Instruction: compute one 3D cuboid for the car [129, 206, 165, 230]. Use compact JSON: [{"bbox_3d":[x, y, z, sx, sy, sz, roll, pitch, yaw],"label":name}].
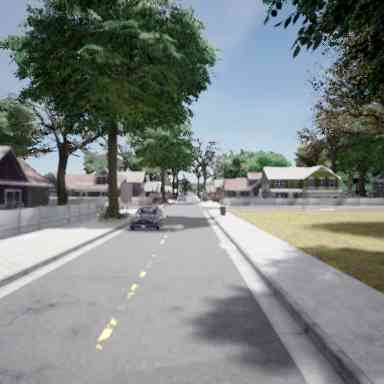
[{"bbox_3d":[-2.852,1.671,22.141,2.033,1.411,5.357,0,0,0],"label":"car"}]
